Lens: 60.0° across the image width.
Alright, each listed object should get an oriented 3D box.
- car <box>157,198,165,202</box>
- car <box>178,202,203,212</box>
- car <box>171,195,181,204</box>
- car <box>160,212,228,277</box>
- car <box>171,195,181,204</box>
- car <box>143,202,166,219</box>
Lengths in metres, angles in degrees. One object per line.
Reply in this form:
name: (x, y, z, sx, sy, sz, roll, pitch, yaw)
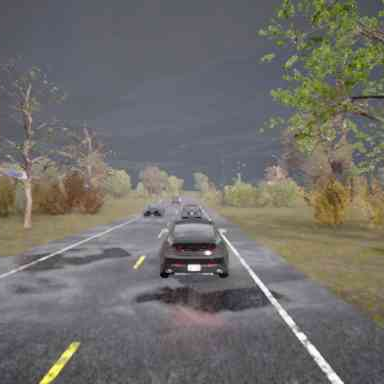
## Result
car: (-7.057, 2.114, 74.733, 2.128, 1.511, 4.902, 0, 0, -6)
car: (-0.014, 1.843, 29.595, 2.033, 1.411, 5.357, 0, -1, 0)
car: (-3.738, 2.044, 75.381, 2.033, 1.411, 5.357, 0, 0, -2)
car: (0.059, 1.615, 10.586, 1.837, 1.490, 4.892, 0, 0, 0)
car: (-3.889, 1.849, 82.811, 2.150, 2.045, 5.566, 0, 0, 0)
car: (-3.742, 1.933, 33.476, 1.895, 1.301, 4.718, 0, -1, 0)
